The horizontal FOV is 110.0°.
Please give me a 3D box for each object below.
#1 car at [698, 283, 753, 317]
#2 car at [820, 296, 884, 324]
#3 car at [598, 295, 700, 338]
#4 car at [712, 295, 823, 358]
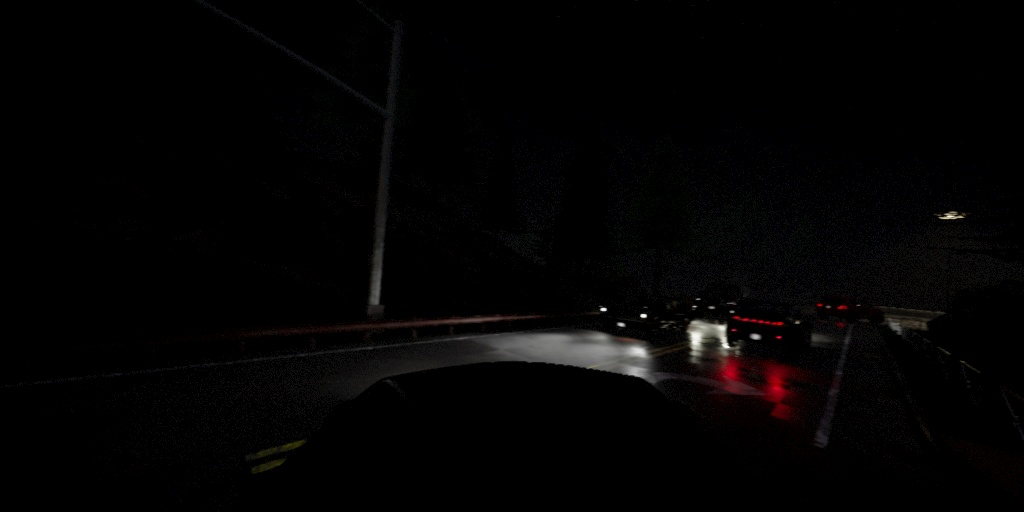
[{"bbox_3d":[12.695,2.646,21.235,2.150,2.045,5.566,3,-3,45],"label":"car"},{"bbox_3d":[27.885,4.395,29.622,5.566,2.045,2.150,5,-3,-20],"label":"car"},{"bbox_3d":[5.190,2.148,13.538,1.895,1.301,4.718,3,-3,44],"label":"car"},{"bbox_3d":[8.589,2.265,11.883,2.128,1.511,4.902,3,-3,44],"label":"car"}]
